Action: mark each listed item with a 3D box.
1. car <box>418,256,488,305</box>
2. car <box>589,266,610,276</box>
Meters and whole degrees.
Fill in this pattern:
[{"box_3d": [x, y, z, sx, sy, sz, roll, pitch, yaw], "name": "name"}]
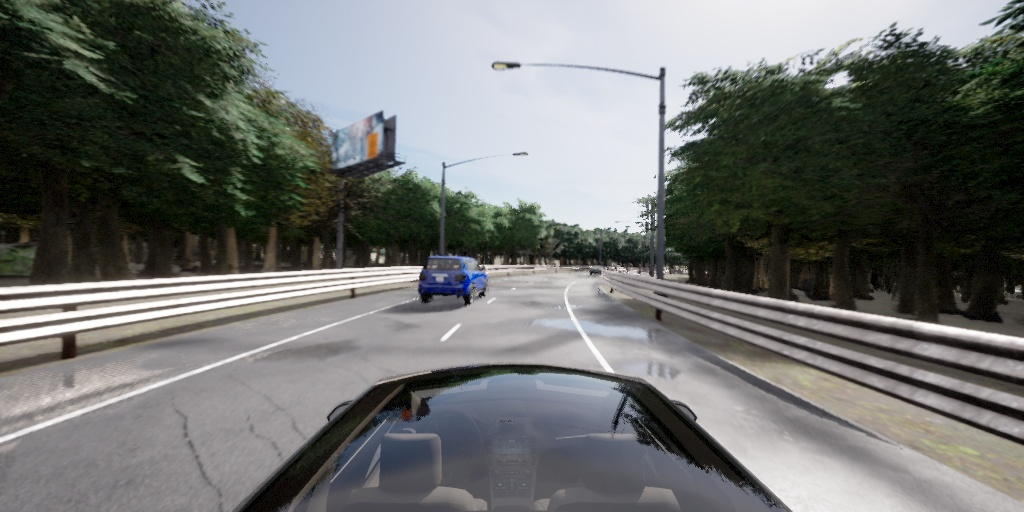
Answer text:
[{"box_3d": [-2.550, 1.032, 16.719, 2.150, 2.045, 5.566, 1, -1, 6], "name": "car"}, {"box_3d": [13.151, 2.269, 54.865, 1.837, 1.490, 4.892, 1, -1, 26], "name": "car"}]
